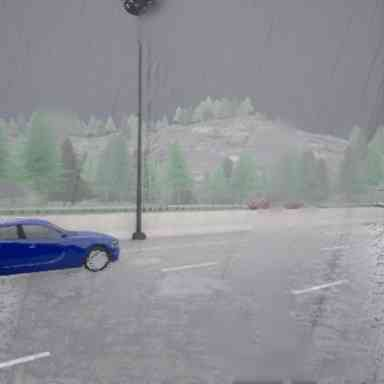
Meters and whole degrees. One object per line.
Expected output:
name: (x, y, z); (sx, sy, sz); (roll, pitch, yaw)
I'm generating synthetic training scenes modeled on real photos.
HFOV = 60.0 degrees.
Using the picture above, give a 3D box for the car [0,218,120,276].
car: (-4.477, 1.463, 9.112); (5.008, 1.535, 1.882); (1, 0, -35)

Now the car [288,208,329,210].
car: (12.968, 1.799, 36.138); (4.181, 1.385, 1.994); (1, 0, -29)
